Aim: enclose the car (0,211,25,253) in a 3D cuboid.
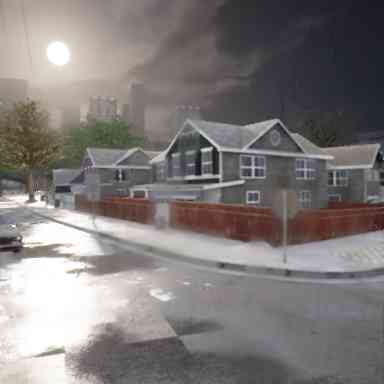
[{"bbox_3d":[-7.873,1.452,12.752,2.033,1.411,5.357,-1,1,-37],"label":"car"}]
